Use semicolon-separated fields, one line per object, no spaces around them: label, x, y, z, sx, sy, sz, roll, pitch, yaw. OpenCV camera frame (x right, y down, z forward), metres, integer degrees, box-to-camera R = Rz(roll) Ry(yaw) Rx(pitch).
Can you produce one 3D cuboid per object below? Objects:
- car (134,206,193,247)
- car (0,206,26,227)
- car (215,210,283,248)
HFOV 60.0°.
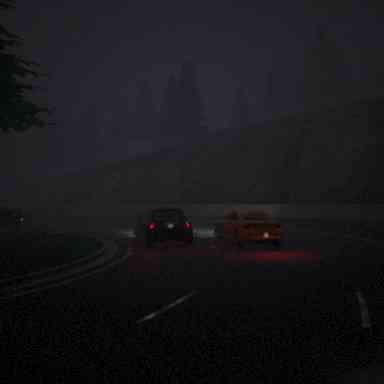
car;-1.508;1.505;16.188;2.097;1.767;4.553;-1;0;-16
car;-15.791;1.924;26.304;4.892;1.490;1.837;-1;-1;3
car;2.496;1.574;15.495;1.882;1.535;5.008;0;-1;-9
